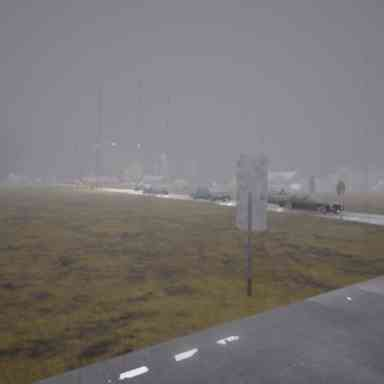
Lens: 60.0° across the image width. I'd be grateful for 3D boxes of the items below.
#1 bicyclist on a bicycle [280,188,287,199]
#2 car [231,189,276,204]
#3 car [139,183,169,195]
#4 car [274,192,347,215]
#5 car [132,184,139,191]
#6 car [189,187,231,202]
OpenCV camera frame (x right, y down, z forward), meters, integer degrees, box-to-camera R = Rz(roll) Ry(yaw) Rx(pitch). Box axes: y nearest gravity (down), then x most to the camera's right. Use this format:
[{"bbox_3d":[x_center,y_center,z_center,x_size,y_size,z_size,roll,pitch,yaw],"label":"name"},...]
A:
[{"bbox_3d":[9.284,0.435,34.012,1.656,1.620,0.582,0,2,-35],"label":"bicyclist on a bicycle"},{"bbox_3d":[6.586,0.424,32.557,2.128,1.511,4.902,1,2,-35],"label":"car"},{"bbox_3d":[-4.732,-0.298,43.642,1.994,1.385,4.181,1,2,-35],"label":"car"},{"bbox_3d":[8.697,0.889,24.323,1.895,1.301,4.718,1,2,-34],"label":"car"},{"bbox_3d":[-7.584,-0.705,52.760,2.033,1.411,5.357,1,2,-35],"label":"car"},{"bbox_3d":[1.814,0.240,34.259,2.033,1.411,5.357,1,2,-35],"label":"car"}]
